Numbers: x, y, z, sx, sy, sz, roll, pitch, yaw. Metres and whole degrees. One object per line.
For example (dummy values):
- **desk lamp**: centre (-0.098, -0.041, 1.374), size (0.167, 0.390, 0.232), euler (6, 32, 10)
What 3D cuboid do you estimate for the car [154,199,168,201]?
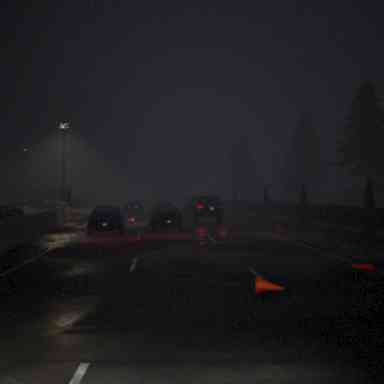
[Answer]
- **car**: centre (-3.862, 1.632, 40.534), size (1.882, 1.535, 5.008), euler (0, 0, -21)

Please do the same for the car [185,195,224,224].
- **car**: centre (0.776, 1.310, 25.868), size (2.150, 2.045, 5.566), euler (0, -1, -13)

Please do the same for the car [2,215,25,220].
- **car**: centre (-13.210, 1.661, 23.534), size (1.994, 1.385, 4.181), euler (0, 0, -15)

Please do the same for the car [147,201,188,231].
- **car**: centre (-1.796, 1.560, 21.526), size (1.882, 1.535, 5.008), euler (0, 0, -11)

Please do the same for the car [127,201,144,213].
- **car**: centre (-6.940, 1.715, 38.847), size (1.994, 1.385, 4.181), euler (0, 0, -21)

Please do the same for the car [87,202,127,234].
- **car**: centre (-5.036, 1.556, 19.859), size (1.882, 1.535, 5.008), euler (0, 0, -11)
